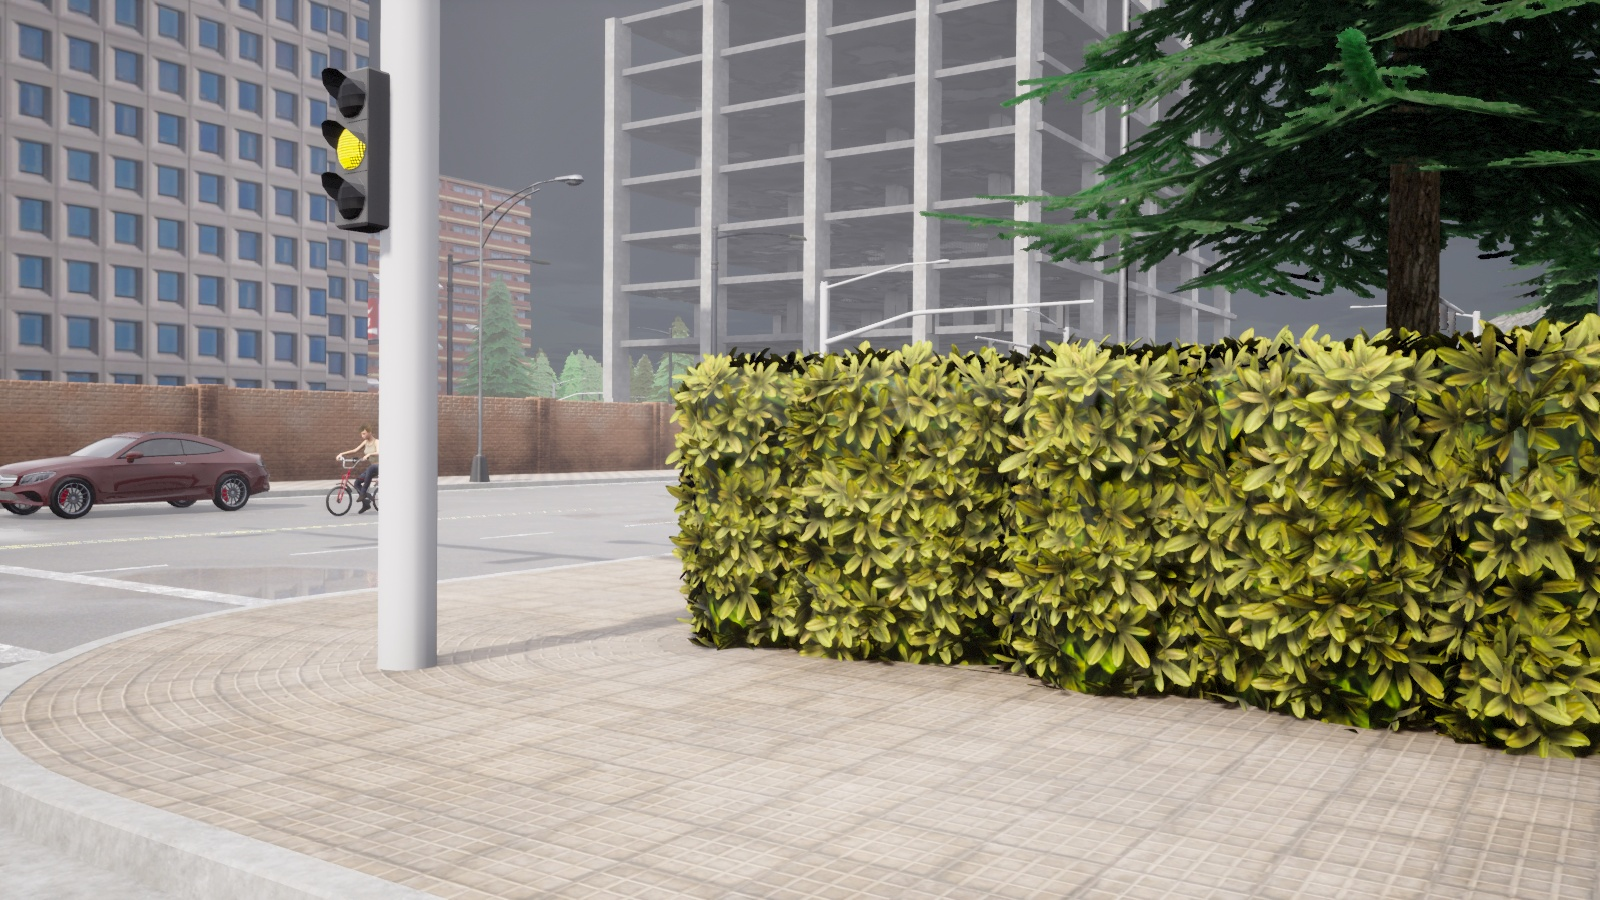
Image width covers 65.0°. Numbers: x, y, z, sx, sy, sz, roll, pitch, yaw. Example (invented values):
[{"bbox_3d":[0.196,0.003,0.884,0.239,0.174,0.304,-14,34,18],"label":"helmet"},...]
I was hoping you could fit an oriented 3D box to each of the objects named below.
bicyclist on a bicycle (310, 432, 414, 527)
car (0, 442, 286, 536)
[{"bbox_3d":[-7.757,0.489,22.290,0.866,1.612,1.509,0,1,34],"label":"bicyclist on a bicycle"},{"bbox_3d":[-11.841,0.613,22.469,1.812,1.442,4.674,0,1,33],"label":"car"}]
